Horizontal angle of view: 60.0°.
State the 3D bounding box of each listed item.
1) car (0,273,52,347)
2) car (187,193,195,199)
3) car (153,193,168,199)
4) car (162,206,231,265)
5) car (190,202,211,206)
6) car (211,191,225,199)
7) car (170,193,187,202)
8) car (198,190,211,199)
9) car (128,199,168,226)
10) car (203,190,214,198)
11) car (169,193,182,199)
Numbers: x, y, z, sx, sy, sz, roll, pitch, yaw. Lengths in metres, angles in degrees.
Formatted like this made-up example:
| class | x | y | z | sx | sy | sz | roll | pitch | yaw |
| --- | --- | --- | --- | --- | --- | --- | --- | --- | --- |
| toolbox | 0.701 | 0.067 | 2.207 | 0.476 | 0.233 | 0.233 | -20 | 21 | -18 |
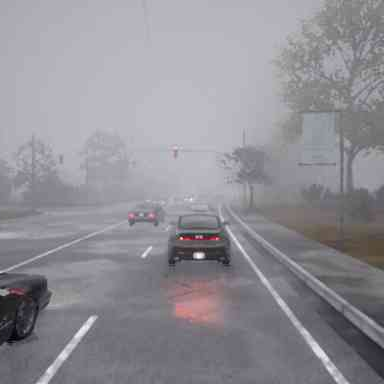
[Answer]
| class | x | y | z | sx | sy | sz | roll | pitch | yaw |
| --- | --- | --- | --- | --- | --- | --- | --- | --- | --- |
| car | -3.379 | 1.526 | 3.337 | 2.033 | 1.411 | 5.357 | 0 | 0 | 0 |
| car | -0.547 | 1.043 | 81.196 | 1.994 | 1.385 | 4.181 | 0 | 0 | 9 |
| car | -6.252 | 0.943 | 66.388 | 2.097 | 1.767 | 4.553 | 0 | 0 | 8 |
| car | 0.242 | 1.434 | 11.321 | 1.837 | 1.490 | 4.892 | 0 | 0 | 1 |
| car | 0.557 | 1.392 | 21.592 | 1.812 | 1.442 | 4.674 | 0 | 0 | 4 |
| car | 6.238 | 1.029 | 79.302 | 1.812 | 1.442 | 4.674 | 0 | 0 | 10 |
| car | -2.796 | 1.071 | 65.837 | 1.882 | 1.535 | 5.008 | 0 | 0 | 8 |
| car | 2.771 | 0.856 | 79.782 | 2.097 | 1.767 | 4.553 | 0 | 0 | 10 |
| car | -2.922 | 1.409 | 22.319 | 2.033 | 1.411 | 5.357 | 0 | 0 | 2 |
| car | 4.451 | 0.522 | 89.649 | 2.150 | 2.045 | 5.566 | 0 | 0 | 11 |
| car | -4.007 | 1.013 | 81.723 | 2.128 | 1.511 | 4.902 | 0 | 0 | 9 |
